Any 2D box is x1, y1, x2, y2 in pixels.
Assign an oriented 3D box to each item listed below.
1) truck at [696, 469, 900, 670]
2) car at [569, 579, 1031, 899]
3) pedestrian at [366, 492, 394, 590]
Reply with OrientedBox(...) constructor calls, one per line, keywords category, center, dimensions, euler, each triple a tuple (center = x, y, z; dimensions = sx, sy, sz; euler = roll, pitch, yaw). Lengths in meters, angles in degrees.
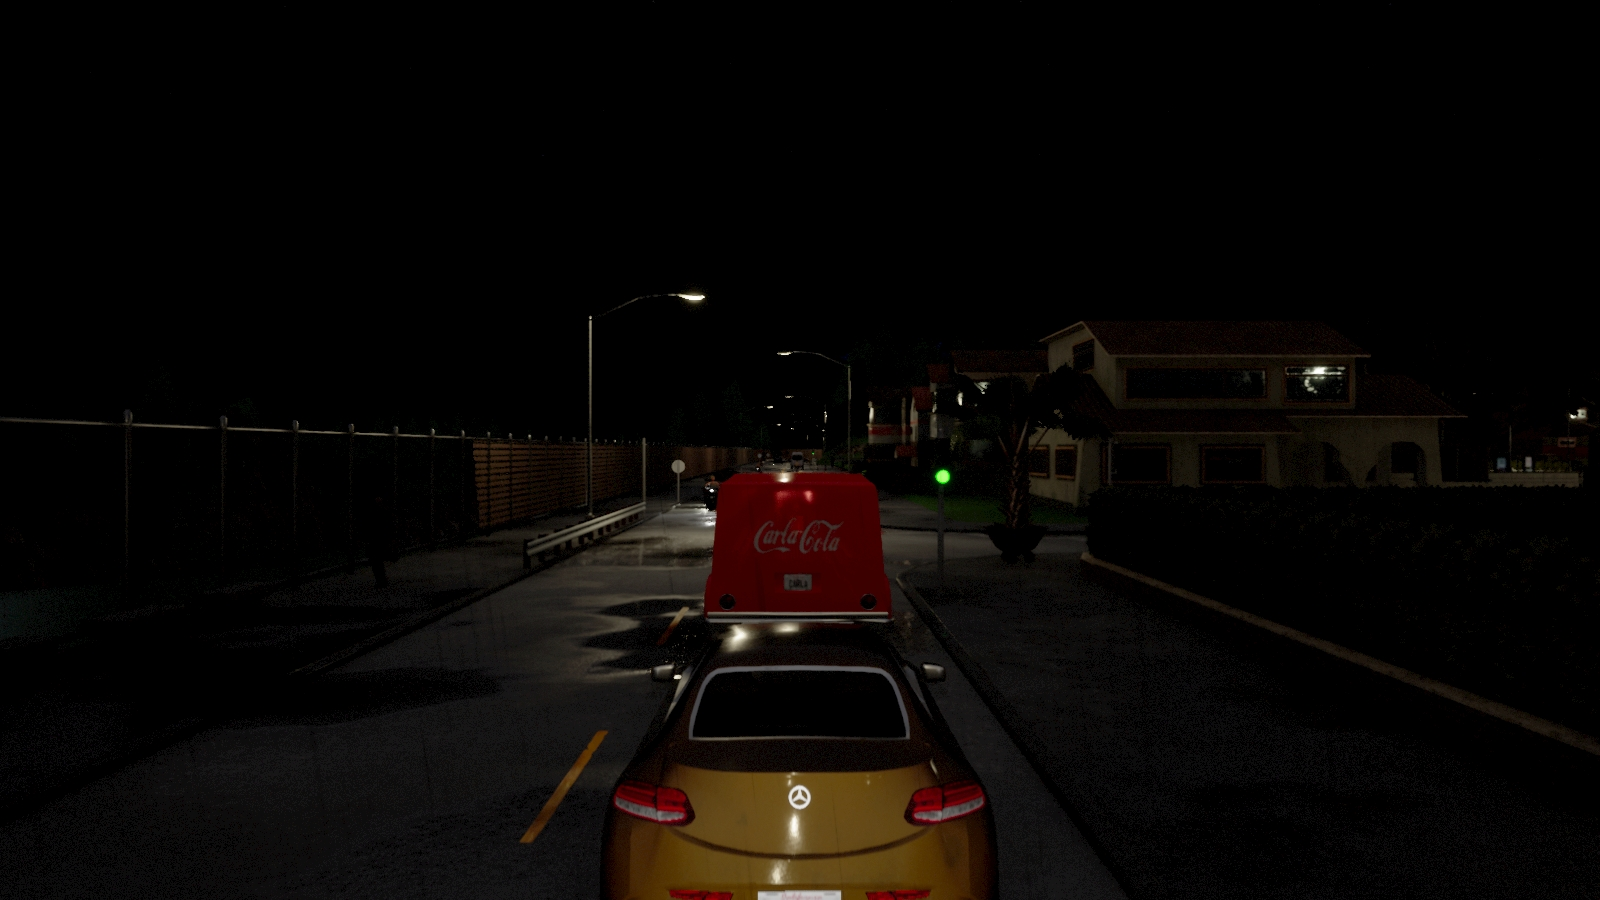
OrientedBox(category="truck", center=(-0.029, 1.587, 17.307), dimensions=(2.627, 2.467, 5.204), euler=(0, 0, 0))
OrientedBox(category="car", center=(-0.008, 1.998, 7.834), dimensions=(2.152, 1.651, 5.027), euler=(0, 0, 0))
OrientedBox(category="pedestrian", center=(-8.130, 1.760, 22.128), dimensions=(0.375, 1.860, 0.375), euler=(0, 0, 4))
